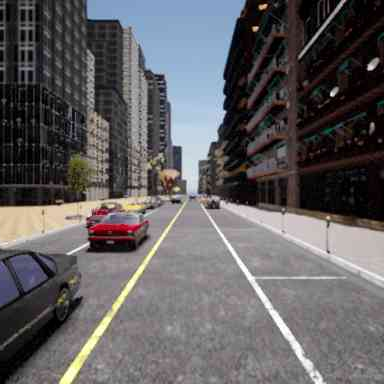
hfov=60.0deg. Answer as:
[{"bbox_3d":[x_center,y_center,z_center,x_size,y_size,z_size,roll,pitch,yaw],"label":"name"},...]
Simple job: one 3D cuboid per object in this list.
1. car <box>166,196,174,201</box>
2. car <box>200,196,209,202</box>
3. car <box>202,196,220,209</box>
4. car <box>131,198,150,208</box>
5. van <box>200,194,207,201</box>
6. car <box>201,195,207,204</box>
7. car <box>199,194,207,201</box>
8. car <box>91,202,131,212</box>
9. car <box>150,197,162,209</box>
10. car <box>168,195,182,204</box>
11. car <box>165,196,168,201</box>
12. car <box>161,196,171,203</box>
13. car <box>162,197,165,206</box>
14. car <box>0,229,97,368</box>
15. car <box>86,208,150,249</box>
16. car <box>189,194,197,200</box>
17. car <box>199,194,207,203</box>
[{"bbox_3d":[-5.465,1.577,83.193,1.802,1.307,4.206,0,0,0],"label":"car"},{"bbox_3d":[2.900,1.581,77.637,1.802,1.307,4.206,0,0,0],"label":"car"},{"bbox_3d":[2.809,1.538,44.441,2.008,1.369,4.403,0,0,0],"label":"car"},{"bbox_3d":[-5.602,1.505,33.229,1.752,1.417,4.829,0,0,0],"label":"car"},{"bbox_3d":[2.915,1.344,83.169,1.690,1.788,3.998,0,0,0],"label":"van"},{"bbox_3d":[2.825,1.538,49.974,2.008,1.369,4.403,0,0,0],"label":"car"},{"bbox_3d":[2.930,1.448,88.702,1.967,1.590,4.097,0,0,0],"label":"car"},{"bbox_3d":[-5.632,1.422,22.333,1.967,1.590,4.097,0,0,0],"label":"car"},{"bbox_3d":[-5.571,1.530,44.465,2.008,1.369,4.403,0,0,0],"label":"car"},{"bbox_3d":[-2.861,1.585,61.400,1.895,1.301,4.718,0,0,1],"label":"car"},{"bbox_3d":[-5.541,1.531,55.529,2.008,1.369,4.403,0,0,0],"label":"car"},{"bbox_3d":[-5.496,1.511,71.957,1.752,1.417,4.829,0,0,0],"label":"car"},{"bbox_3d":[-5.556,1.419,49.997,1.967,1.590,4.097,0,0,0],"label":"car"},{"bbox_3d":[-3.088,1.541,4.336,2.033,1.411,5.357,0,0,0],"label":"car"},{"bbox_3d":[-3.054,1.589,14.666,1.895,1.301,4.718,0,0,0],"label":"car"},{"bbox_3d":[0.231,1.341,84.599,2.128,1.511,4.902,0,0,0],"label":"car"},{"bbox_3d":[2.527,1.448,65.431,1.801,1.575,5.366,0,0,0],"label":"car"}]
